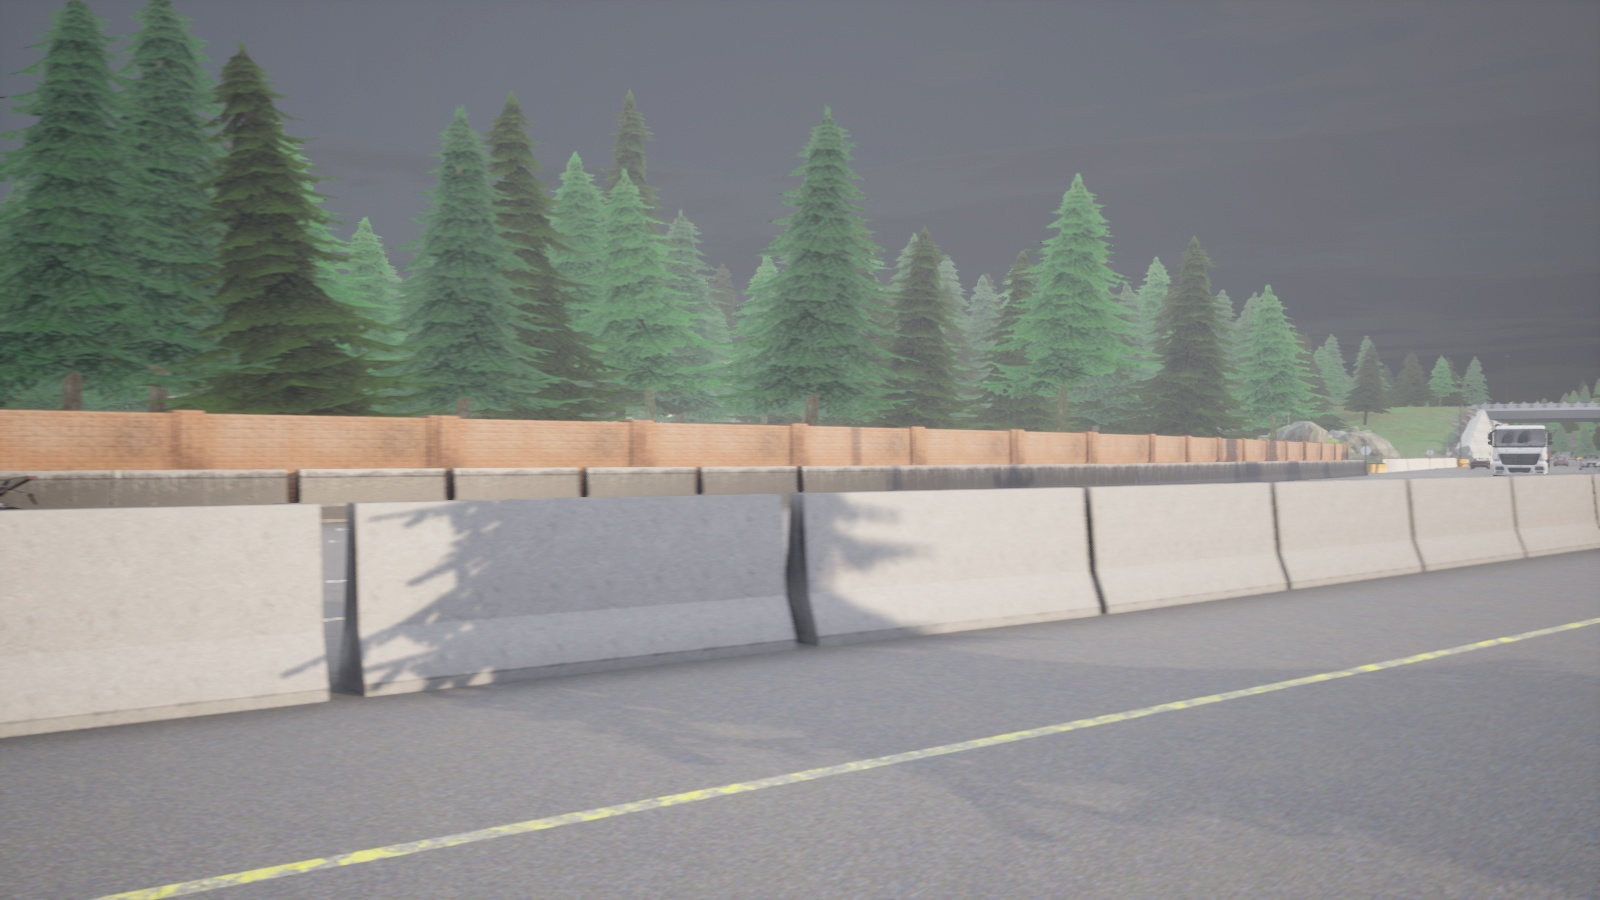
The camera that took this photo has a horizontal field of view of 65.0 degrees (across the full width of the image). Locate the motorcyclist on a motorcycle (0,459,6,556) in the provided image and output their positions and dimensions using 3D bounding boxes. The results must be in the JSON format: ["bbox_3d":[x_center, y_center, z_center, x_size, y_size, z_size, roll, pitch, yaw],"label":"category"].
[{"bbox_3d":[-13.735,0.912,19.636,2.191,1.530,0.866,0,-1,-35],"label":"motorcyclist on a motorcycle"}]

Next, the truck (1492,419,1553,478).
[{"bbox_3d":[44.692,-0.049,77.604,2.891,3.462,7.936,0,0,32],"label":"truck"}]
